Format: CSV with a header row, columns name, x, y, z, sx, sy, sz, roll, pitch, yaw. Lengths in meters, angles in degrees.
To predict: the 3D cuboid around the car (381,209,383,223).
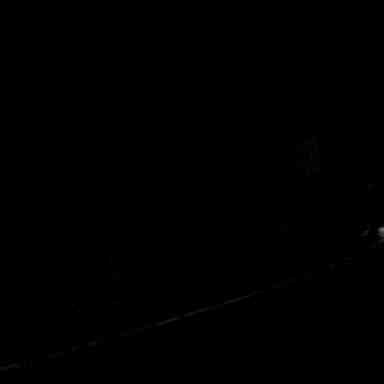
name,x,y,z,sx,sy,sz,roll,pitch,yaw
car,16.858,1.684,27.098,2.097,1.767,4.553,-5,-4,21
